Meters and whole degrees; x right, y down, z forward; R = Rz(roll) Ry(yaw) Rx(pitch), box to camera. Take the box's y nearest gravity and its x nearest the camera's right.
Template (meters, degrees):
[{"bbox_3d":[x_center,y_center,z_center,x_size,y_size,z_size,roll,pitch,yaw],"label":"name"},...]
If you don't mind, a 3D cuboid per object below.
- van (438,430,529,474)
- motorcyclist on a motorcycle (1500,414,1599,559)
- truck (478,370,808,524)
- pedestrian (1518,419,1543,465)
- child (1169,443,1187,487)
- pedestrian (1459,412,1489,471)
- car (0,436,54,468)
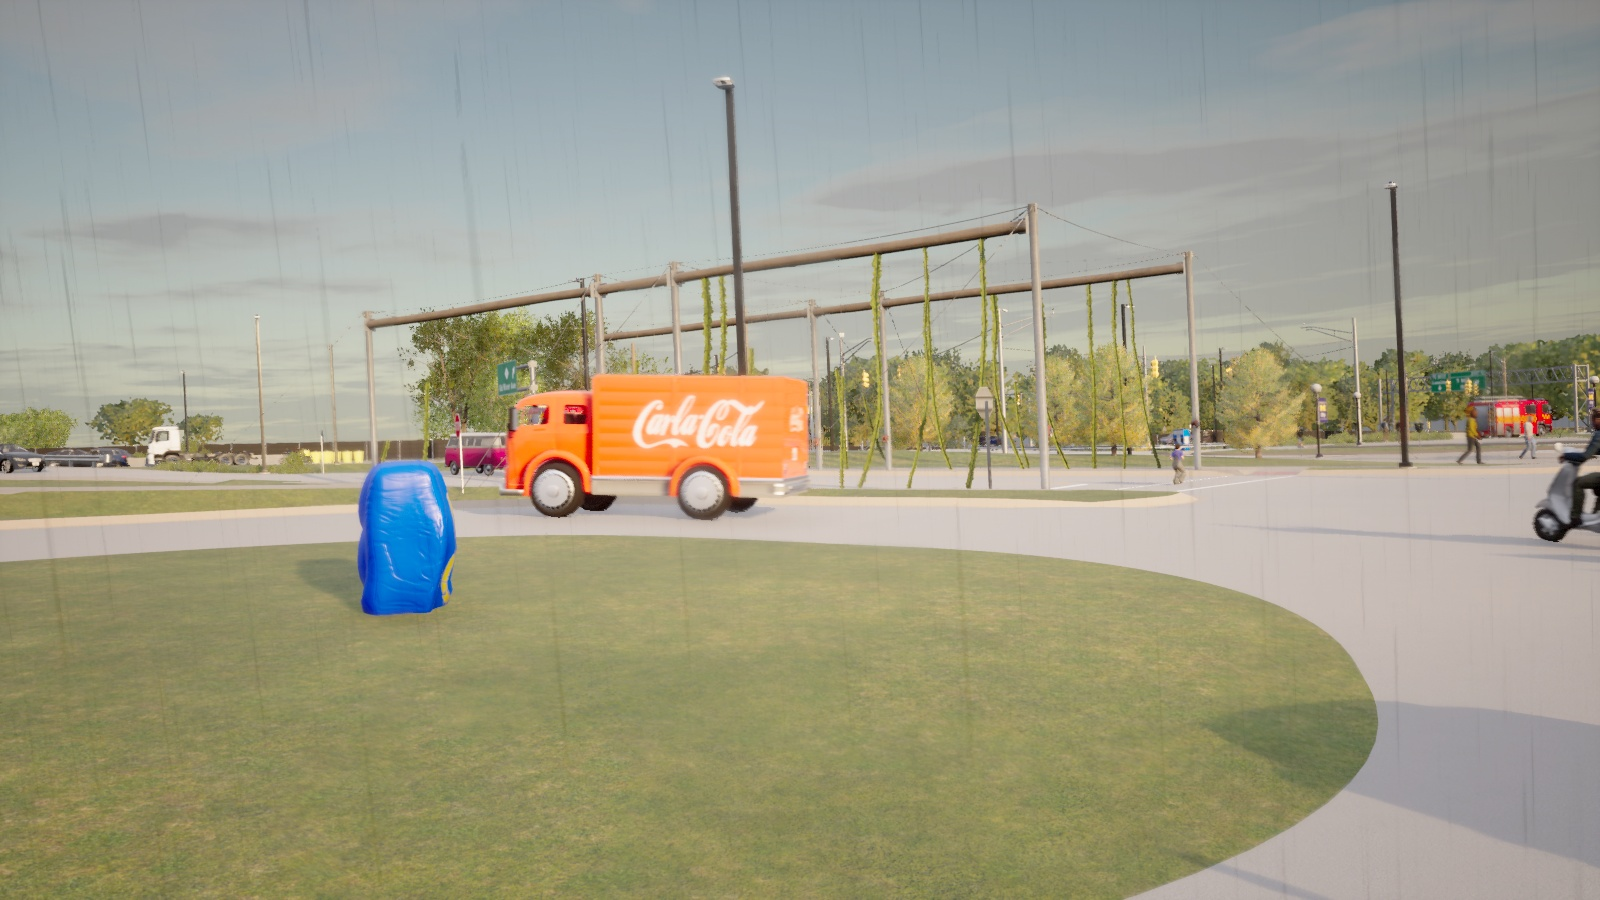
[{"bbox_3d":[-14.895,0.060,59.001,4.442,1.987,1.775,1,2,38],"label":"van"},{"bbox_3d":[9.134,0.388,14.371,0.866,1.590,1.817,-3,1,-17],"label":"motorcyclist on a motorcycle"},{"bbox_3d":[-2.671,-0.086,22.220,5.204,2.467,2.627,1,1,11],"label":"truck"},{"bbox_3d":[29.574,-0.336,50.843,0.354,1.836,0.706,-2,0,-35],"label":"pedestrian"},{"bbox_3d":[10.859,0.427,36.100,0.437,1.263,0.270,-3,0,-44],"label":"child"},{"bbox_3d":[21.579,-0.269,40.197,0.726,1.835,0.370,-2,0,36],"label":"pedestrian"},{"bbox_3d":[-41.898,0.080,66.015,4.902,1.511,2.128,1,2,23],"label":"car"}]
